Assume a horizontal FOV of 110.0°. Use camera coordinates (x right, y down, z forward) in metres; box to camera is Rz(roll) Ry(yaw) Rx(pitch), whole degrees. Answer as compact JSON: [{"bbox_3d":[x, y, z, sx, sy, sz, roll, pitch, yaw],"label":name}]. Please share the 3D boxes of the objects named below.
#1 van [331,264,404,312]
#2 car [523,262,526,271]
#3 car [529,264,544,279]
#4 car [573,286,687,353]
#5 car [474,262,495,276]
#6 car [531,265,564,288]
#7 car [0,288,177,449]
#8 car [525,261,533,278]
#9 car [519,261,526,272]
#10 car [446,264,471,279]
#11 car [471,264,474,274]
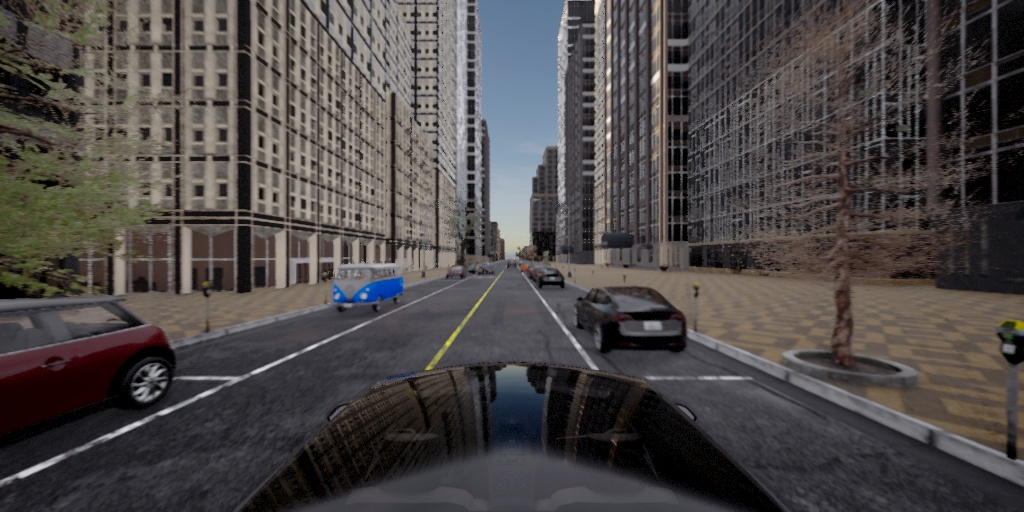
[{"bbox_3d":[-5.695,1.206,14.546,1.690,1.789,3.998,0,0,0],"label":"van"},{"bbox_3d":[2.680,1.684,42.753,1.948,1.339,4.313,0,0,0],"label":"car"},{"bbox_3d":[2.683,1.600,31.469,1.802,1.307,4.207,0,0,0],"label":"car"},{"bbox_3d":[2.688,1.382,8.899,1.948,1.339,4.313,0,0,0],"label":"car"},{"bbox_3d":[-3.088,1.687,43.340,1.994,1.385,4.181,0,-1,0],"label":"car"},{"bbox_3d":[2.684,1.533,25.826,1.948,1.339,4.313,0,0,0],"label":"car"},{"bbox_3d":[-5.692,1.203,3.263,1.967,1.591,4.097,0,0,0],"label":"car"},{"bbox_3d":[2.682,1.508,37.111,1.967,1.591,4.097,0,0,0],"label":"car"},{"bbox_3d":[2.376,1.581,55.279,2.097,1.767,4.553,0,-1,0],"label":"car"},{"bbox_3d":[-5.699,1.648,37.110,1.802,1.307,4.207,0,0,0],"label":"car"},{"bbox_3d":[-5.702,1.732,48.392,1.948,1.339,4.313,0,0,0],"label":"car"}]
